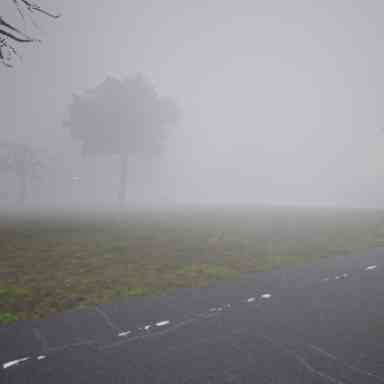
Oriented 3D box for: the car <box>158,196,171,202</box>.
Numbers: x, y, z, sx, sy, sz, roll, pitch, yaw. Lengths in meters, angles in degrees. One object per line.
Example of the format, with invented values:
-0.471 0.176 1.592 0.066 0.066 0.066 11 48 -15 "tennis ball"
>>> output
-7.018 1.738 85.182 2.097 1.767 4.553 3 -3 -27 "car"
